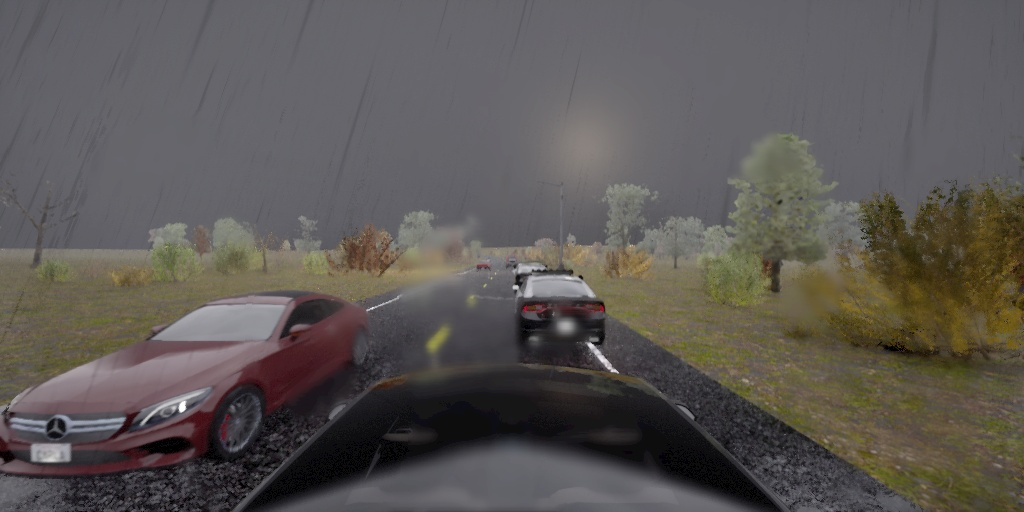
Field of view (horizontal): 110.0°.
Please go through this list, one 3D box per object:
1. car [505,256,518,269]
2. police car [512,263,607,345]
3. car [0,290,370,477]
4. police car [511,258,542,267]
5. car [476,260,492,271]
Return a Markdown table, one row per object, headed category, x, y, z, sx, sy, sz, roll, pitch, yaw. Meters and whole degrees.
| category | x | y | z | sx | sy | sz | roll | pitch | yaw |
| --- | --- | --- | --- | --- | --- | --- | --- | --- | --- |
| car | 0.045 | 1.087 | 52.623 | 1.837 | 1.490 | 4.892 | 0 | 0 | 0 |
| police car | 1.048 | 1.158 | 9.555 | 1.930 | 1.638 | 5.238 | 0 | 0 | 0 |
| car | -3.588 | 1.269 | 5.115 | 1.812 | 1.442 | 4.674 | 0 | 0 | 0 |
| police car | 1.045 | 1.131 | 19.557 | 1.930 | 1.638 | 5.238 | 0 | 0 | 0 |
| car | -3.607 | 1.210 | 46.426 | 1.895 | 1.301 | 4.718 | 0 | 0 | 0 |
